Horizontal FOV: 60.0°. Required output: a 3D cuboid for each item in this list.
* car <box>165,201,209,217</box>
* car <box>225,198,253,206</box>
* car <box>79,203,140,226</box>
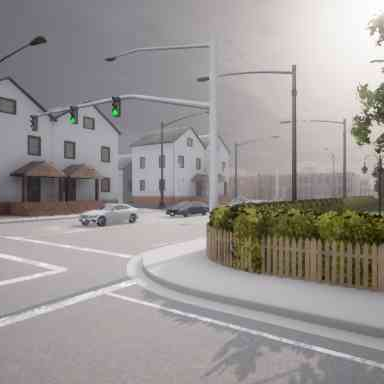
[{"bbox_3d":[-0.210,1.547,31.400,2.033,1.411,5.357,0,0,35],"label":"car"},{"bbox_3d":[5.668,1.491,39.888,2.128,1.511,4.902,0,0,35],"label":"car"},{"bbox_3d":[-5.699,1.526,23.451,1.812,1.442,4.674,0,0,35],"label":"car"}]
